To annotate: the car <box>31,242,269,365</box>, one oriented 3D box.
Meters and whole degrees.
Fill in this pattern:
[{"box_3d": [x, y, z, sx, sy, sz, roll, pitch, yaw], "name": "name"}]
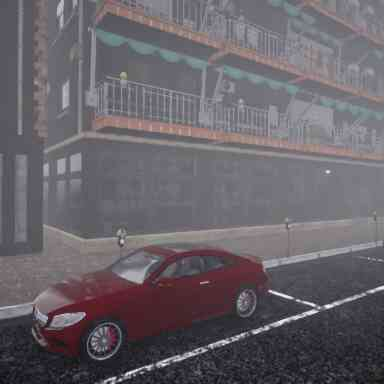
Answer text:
[{"box_3d": [-0.457, 1.582, 5.760, 4.206, 1.307, 1.802, 0, 0, -35], "name": "car"}]
